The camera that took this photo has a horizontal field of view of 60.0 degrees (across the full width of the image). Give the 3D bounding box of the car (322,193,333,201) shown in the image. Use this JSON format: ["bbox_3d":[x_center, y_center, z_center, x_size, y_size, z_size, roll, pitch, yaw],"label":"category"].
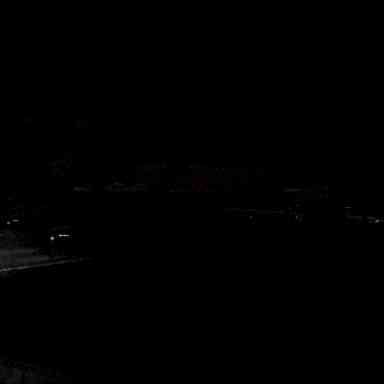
[{"bbox_3d":[20.584,0.941,50.835,4.674,1.442,1.812,0,0,-39],"label":"car"}]

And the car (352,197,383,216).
[{"bbox_3d":[16.344,1.447,29.407,4.181,1.385,1.994,0,0,-39],"label":"car"}]

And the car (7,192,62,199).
[{"bbox_3d":[-12.106,1.010,24.093,5.566,2.045,2.150,0,0,-40],"label":"car"}]

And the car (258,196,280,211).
[{"bbox_3d":[10.063,1.305,37.834,4.892,1.490,1.837,0,0,-39],"label":"car"}]

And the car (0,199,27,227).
[{"bbox_3d":[-10.174,1.363,21.153,5.357,1.411,2.033,0,0,-40],"label":"car"}]

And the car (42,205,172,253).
[{"bbox_3d":[-3.101,1.403,13.377,4.892,1.490,1.837,0,0,-40],"label":"car"}]

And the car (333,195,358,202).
[{"bbox_3d":[22.798,1.032,48.125,4.674,1.442,1.812,0,0,-39],"label":"car"}]

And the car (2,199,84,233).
[{"bbox_3d":[-7.610,1.348,18.732,4.892,1.490,1.837,0,0,-40],"label":"car"}]

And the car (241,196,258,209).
[{"bbox_3d":[8.153,1.276,40.793,4.892,1.490,1.837,0,0,-39],"label":"car"}]

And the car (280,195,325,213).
[{"bbox_3d":[11.543,1.353,34.510,4.674,1.442,1.812,0,0,-39],"label":"car"}]
